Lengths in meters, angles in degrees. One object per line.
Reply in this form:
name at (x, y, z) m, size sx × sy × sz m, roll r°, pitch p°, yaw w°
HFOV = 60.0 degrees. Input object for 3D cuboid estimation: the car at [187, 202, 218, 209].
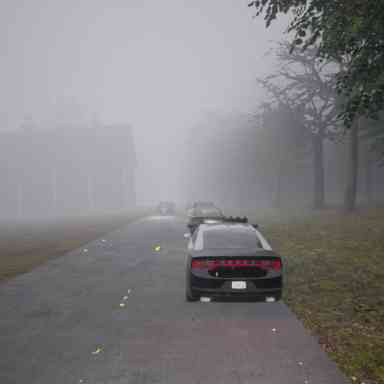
car at (0.824, 1.532, 18.327) m, size 1.882 × 1.535 × 5.008 m, roll 0°, pitch 0°, yaw 0°

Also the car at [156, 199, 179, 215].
car at (-2.852, 1.693, 36.699) m, size 2.128 × 1.511 × 4.902 m, roll 0°, pitch -1°, yaw 0°

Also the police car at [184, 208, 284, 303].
police car at (0.824, 1.437, 8.434) m, size 1.930 × 1.638 × 5.238 m, roll 0°, pitch 0°, yaw 0°

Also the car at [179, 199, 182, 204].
car at (-2.753, 2.368, 81.795) m, size 2.033 × 1.411 × 5.357 m, roll 0°, pitch -1°, yaw 0°

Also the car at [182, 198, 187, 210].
car at (0.025, 1.827, 45.697) m, size 2.033 × 1.411 × 5.357 m, roll 0°, pitch -1°, yaw 1°

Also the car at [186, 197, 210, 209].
car at (0.822, 1.447, 24.300) m, size 2.097 × 1.767 × 4.553 m, roll 0°, pitch 0°, yaw 0°
